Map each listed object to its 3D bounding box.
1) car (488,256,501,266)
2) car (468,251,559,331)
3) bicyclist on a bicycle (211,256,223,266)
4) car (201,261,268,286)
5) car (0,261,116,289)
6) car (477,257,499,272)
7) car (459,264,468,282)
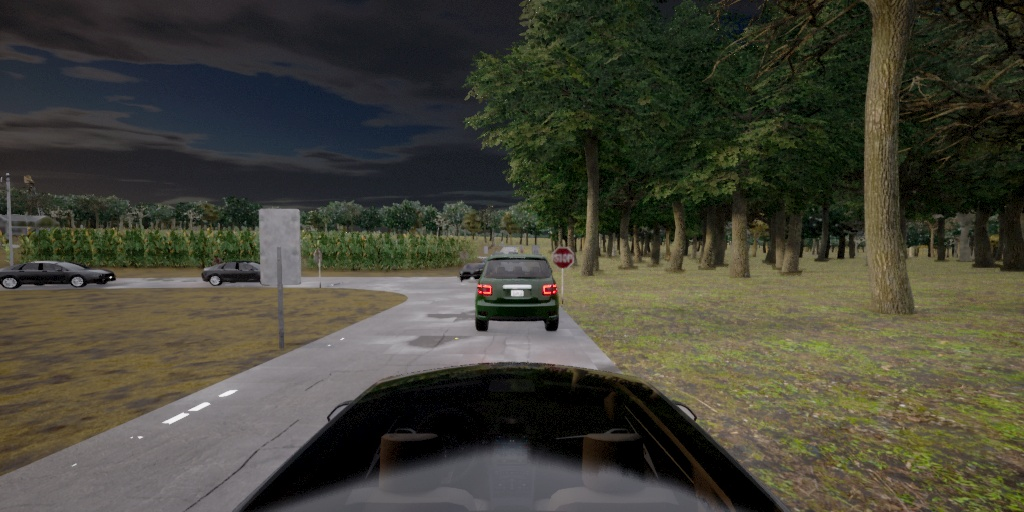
[{"bbox_3d":[-2.684,0.738,55.286,1.812,1.442,4.674,0,1,0],"label":"car"},{"bbox_3d":[0.125,0.960,11.066,2.150,2.045,5.566,0,0,0],"label":"car"},{"bbox_3d":[-23.380,0.821,28.447,0.582,1.620,1.656,0,1,-11],"label":"bicyclist on a bicycle"},{"bbox_3d":[-16.990,1.088,23.100,4.892,1.490,1.837,0,2,-7],"label":"car"},{"bbox_3d":[-26.875,1.071,21.217,4.892,1.490,1.837,0,2,-17],"label":"car"},{"bbox_3d":[-2.740,0.983,41.880,2.128,1.511,4.902,0,1,0],"label":"car"},{"bbox_3d":[-2.758,1.202,26.965,1.895,1.301,4.718,1,1,0],"label":"car"}]
